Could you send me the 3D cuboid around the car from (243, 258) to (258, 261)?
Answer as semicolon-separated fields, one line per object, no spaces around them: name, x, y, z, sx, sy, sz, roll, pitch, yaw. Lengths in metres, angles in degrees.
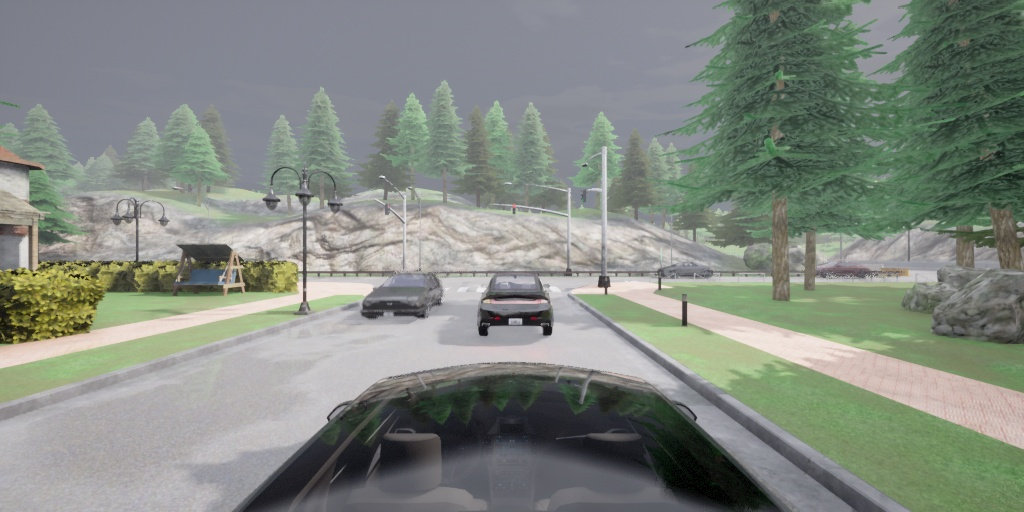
car;-19.129;0.939;25.883;4.553;1.767;2.097;0;0;0

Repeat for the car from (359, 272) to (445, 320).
car;-3.628;1.297;12.970;2.033;1.411;5.357;0;0;-2

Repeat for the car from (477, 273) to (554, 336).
car;0.098;1.241;10.370;2.128;1.511;4.902;0;0;1

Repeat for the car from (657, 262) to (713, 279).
car;14.183;1.151;29.496;4.181;1.385;1.994;0;0;0

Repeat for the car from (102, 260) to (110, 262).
car;-28.293;1.065;25.904;5.008;1.535;1.882;0;0;0

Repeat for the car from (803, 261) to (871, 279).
car;26.598;1.113;29.420;4.674;1.442;1.812;0;0;1
